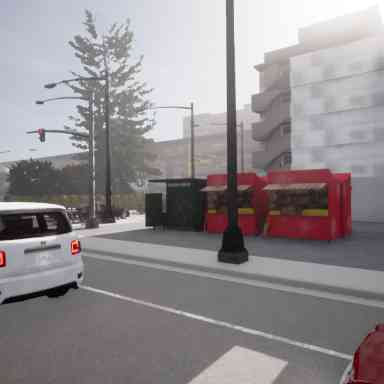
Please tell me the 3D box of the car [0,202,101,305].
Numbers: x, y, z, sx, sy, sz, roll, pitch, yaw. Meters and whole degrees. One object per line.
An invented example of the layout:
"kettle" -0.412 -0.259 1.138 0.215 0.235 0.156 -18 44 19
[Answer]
"car" -4.748 1.234 7.336 5.566 2.045 2.150 0 0 36

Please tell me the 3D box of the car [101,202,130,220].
"car" -7.230 1.586 27.091 1.837 1.490 4.892 -1 -1 37

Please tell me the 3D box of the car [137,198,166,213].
"car" -4.126 1.482 37.595 2.097 1.767 4.553 -1 -1 36

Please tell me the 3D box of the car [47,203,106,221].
"car" -10.087 1.732 29.381 1.895 1.301 4.718 -1 -1 36

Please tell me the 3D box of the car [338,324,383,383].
"car" 3.267 1.601 1.653 4.718 1.301 1.895 0 0 35
